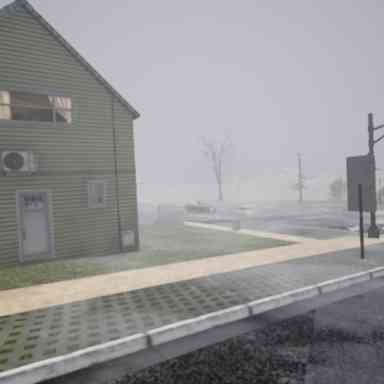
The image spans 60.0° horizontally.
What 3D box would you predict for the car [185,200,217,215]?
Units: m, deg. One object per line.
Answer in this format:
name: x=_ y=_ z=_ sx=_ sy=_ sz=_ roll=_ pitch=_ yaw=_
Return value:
car: x=0.966 y=1.749 z=38.435 sx=2.128 sy=1.511 sz=4.902 roll=-4 pitch=1 yaw=-30
